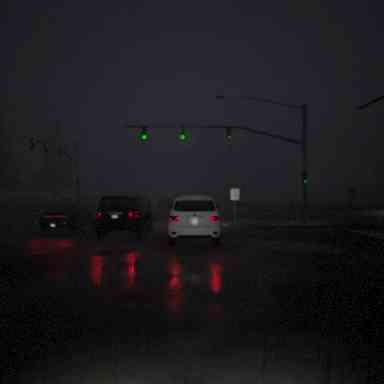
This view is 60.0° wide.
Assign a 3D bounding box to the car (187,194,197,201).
[{"bbox_3d":[-0.003,1.266,78.909,2.128,1.511,4.902,0,0,0],"label":"car"}]

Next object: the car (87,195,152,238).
[{"bbox_3d":[-3.400,1.167,17.310,2.150,2.045,5.566,0,0,0],"label":"car"}]

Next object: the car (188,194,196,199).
[{"bbox_3d":[-0.003,1.181,89.329,1.994,1.385,4.181,0,0,0],"label":"car"}]

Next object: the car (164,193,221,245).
[{"bbox_3d":[0.100,1.173,15.402,2.150,2.045,5.566,0,0,0],"label":"car"}]

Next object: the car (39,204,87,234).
[{"bbox_3d":[-6.900,1.432,18.921,2.128,1.511,4.902,0,0,0],"label":"car"}]

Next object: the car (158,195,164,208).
[{"bbox_3d":[-3.402,1.424,44.347,1.994,1.385,4.181,0,0,0],"label":"car"}]

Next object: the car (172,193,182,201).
[{"bbox_3d":[-3.503,1.101,79.712,2.097,1.767,4.553,0,0,0],"label":"car"}]

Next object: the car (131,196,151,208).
[{"bbox_3d":[-6.901,1.334,45.374,1.882,1.535,5.008,0,0,0],"label":"car"}]

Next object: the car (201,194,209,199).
[{"bbox_3d":[3.497,1.168,89.329,2.033,1.411,5.357,0,0,0],"label":"car"}]

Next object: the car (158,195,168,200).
[{"bbox_3d":[-7.003,1.337,81.022,1.895,1.301,4.718,0,0,0],"label":"car"}]

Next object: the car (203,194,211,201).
[{"bbox_3d":[3.497,1.241,78.909,1.837,1.490,4.892,0,0,0],"label":"car"}]

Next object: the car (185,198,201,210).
[{"bbox_3d":[0.098,1.468,42.278,1.895,1.301,4.718,0,0,0],"label":"car"}]
